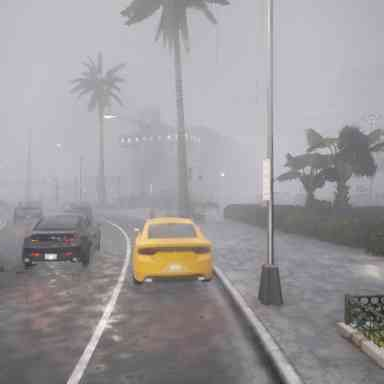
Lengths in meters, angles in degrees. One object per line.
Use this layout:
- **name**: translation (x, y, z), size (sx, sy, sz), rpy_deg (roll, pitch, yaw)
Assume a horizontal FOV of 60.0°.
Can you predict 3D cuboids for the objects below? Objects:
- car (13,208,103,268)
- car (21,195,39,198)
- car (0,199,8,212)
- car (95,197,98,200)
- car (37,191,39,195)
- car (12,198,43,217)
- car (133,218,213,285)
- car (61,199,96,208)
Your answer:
- **car**: translation (-4.236, 1.502, 11.369), size (1.837, 1.490, 4.892), rpy_deg (0, 0, -10)
- **car**: translation (-19.496, 1.489, 39.530), size (4.892, 1.490, 1.837), rpy_deg (0, -1, 42)
- **car**: translation (-22.320, 1.486, 37.385), size (4.892, 1.490, 1.837), rpy_deg (0, 0, 41)
- **car**: translation (-26.644, 1.554, 85.529), size (4.718, 1.301, 1.895), rpy_deg (0, 0, 24)
- **car**: translation (-33.931, 1.226, 68.961), size (4.553, 1.767, 2.185), rpy_deg (0, 0, 24)
- **car**: translation (-12.241, 1.481, 24.794), size (2.128, 1.511, 4.902), rpy_deg (0, 0, -27)
- **car**: translation (-0.674, 1.477, 9.661), size (1.882, 1.535, 5.008), rpy_deg (0, 0, -7)
- **car**: translation (-9.225, 1.496, 26.555), size (1.837, 1.490, 4.892), rpy_deg (0, -1, -28)
